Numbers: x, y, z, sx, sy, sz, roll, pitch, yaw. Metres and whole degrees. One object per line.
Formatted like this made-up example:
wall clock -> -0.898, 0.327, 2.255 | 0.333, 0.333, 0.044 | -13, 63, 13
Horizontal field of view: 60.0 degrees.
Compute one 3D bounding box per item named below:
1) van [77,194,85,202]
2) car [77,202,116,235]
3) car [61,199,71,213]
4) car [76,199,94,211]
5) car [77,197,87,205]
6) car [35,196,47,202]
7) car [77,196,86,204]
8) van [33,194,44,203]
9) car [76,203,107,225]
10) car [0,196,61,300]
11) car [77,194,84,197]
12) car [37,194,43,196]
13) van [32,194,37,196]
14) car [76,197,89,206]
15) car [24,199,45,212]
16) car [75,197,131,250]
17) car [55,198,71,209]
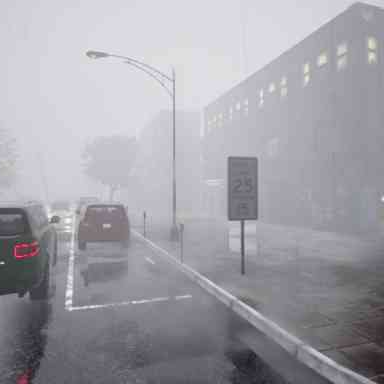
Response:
van -> -25.846, 1.354, 77.150 | 1.690, 1.788, 3.998 | 1, 0, -19
car -> -5.720, 1.448, 19.591 | 1.967, 1.590, 4.097 | 1, 0, -19
car -> -14.795, 1.490, 37.524 | 1.882, 1.535, 5.008 | 0, 0, -19
car -> -13.041, 1.579, 40.521 | 1.947, 1.339, 4.313 | 1, 0, -19
car -> -20.360, 1.596, 61.450 | 1.802, 1.307, 4.206 | 1, 0, -19
car -> -33.755, 1.561, 74.370 | 2.008, 1.369, 4.403 | 1, 0, -19
car -> -22.245, 1.539, 66.844 | 1.752, 1.417, 4.829 | 1, 0, -19
van -> -31.922, 1.353, 69.138 | 1.690, 1.788, 3.998 | 1, 0, -19
car -> -7.552, 1.560, 24.824 | 2.008, 1.369, 4.403 | 1, 0, -19
car -> -4.573, 1.224, 8.129 | 2.150, 2.045, 5.566 | 0, 0, -19
car -> -9.379, 1.326, 30.058 | 2.192, 1.841, 5.009 | 1, 0, -19
car -> -30.094, 1.452, 63.906 | 1.967, 1.590, 4.097 | 1, 0, -19
van -> -26.434, 1.354, 53.441 | 1.690, 1.788, 3.998 | 1, 0, -19
car -> -18.529, 1.565, 56.218 | 2.008, 1.369, 4.403 | 1, 0, -19
car -> -19.005, 1.613, 40.312 | 1.895, 1.301, 4.718 | 0, 0, -19
car -> -3.889, 1.321, 14.359 | 2.192, 1.841, 5.009 | 1, 0, -19
car -> -18.119, 1.614, 46.865 | 1.895, 1.301, 4.718 | 0, 0, -19
